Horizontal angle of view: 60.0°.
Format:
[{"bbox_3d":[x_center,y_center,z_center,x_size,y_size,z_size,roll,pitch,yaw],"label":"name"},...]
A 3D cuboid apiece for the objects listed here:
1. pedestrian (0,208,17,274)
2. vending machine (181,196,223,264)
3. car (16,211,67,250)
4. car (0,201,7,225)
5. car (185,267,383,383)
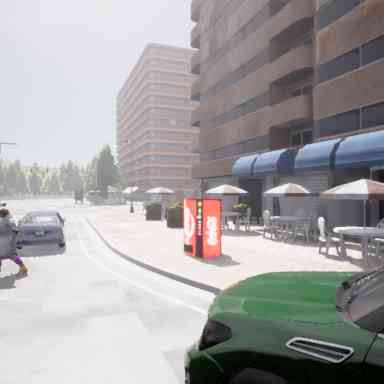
[{"bbox_3d":[-4.886,1.294,8.749,0.375,1.860,0.375,0,0,-32],"label":"pedestrian"},{"bbox_3d":[0.340,1.195,11.109,1.100,2.100,0.880,0,0,-34],"label":"vending machine"},{"bbox_3d":[-6.529,1.547,14.528,2.033,1.411,5.357,0,0,-22],"label":"car"},{"bbox_3d":[-11.976,1.221,18.872,2.150,2.045,5.566,0,0,-21],"label":"car"},{"bbox_3d":[2.576,1.213,2.244,5.566,2.045,2.150,-1,-1,36],"label":"car"}]
